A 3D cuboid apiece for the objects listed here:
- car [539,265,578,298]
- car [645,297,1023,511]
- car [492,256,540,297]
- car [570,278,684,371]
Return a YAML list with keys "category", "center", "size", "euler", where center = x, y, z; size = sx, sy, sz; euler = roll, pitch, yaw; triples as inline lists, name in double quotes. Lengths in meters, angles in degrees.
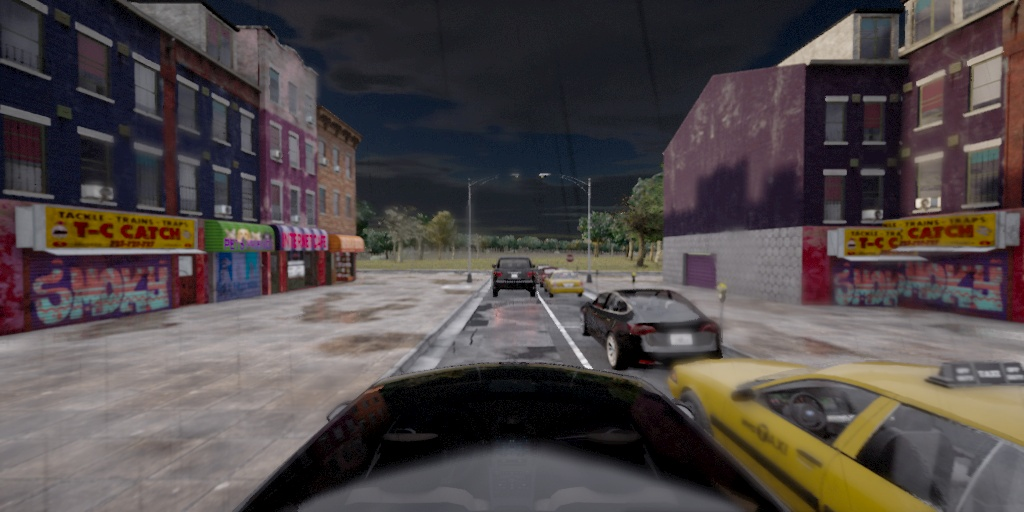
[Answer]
- category: "car"
  center: [2.628, 1.314, 18.849]
  size: [1.751, 1.417, 4.829]
  euler: [0, 0, 0]
- category: "car"
  center: [2.636, 1.276, 2.252]
  size: [1.751, 1.417, 4.829]
  euler: [0, 0, 0]
- category: "car"
  center: [0.091, 1.014, 19.250]
  size: [2.150, 2.045, 5.566]
  euler: [0, 0, -1]
- category: "car"
  center: [2.634, 1.329, 7.614]
  size: [1.948, 1.339, 4.313]
  euler: [0, 0, 0]
